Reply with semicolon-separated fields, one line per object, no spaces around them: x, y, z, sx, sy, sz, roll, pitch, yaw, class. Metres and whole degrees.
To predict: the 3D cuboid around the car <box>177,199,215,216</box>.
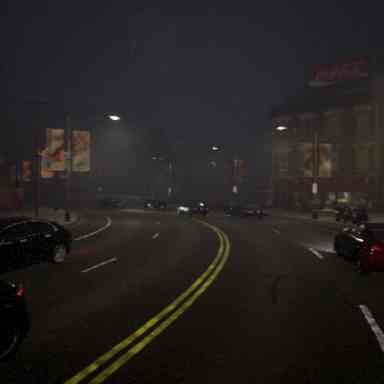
0.029;1.673;34.069;2.033;1.411;5.357;1;0;-21;car

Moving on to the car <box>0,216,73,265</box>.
-5.270;1.475;9.069;1.837;1.490;4.892;1;0;16;car

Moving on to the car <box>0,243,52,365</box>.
-3.862;1.529;3.362;1.994;1.385;4.181;1;0;24;car

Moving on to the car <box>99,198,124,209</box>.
-11.171;1.561;46.167;2.128;1.511;4.902;1;0;-41;car

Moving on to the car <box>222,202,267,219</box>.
4.943;1.717;30.796;2.033;1.411;5.357;1;0;-17;car

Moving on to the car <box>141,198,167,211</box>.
-5.073;1.608;43.627;1.837;1.490;4.892;1;0;-33;car

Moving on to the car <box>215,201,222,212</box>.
5.001;1.799;39.689;1.895;1.301;4.718;1;0;-22;car

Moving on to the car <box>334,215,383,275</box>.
5.941;1.670;10.614;1.994;1.385;4.181;1;0;12;car
